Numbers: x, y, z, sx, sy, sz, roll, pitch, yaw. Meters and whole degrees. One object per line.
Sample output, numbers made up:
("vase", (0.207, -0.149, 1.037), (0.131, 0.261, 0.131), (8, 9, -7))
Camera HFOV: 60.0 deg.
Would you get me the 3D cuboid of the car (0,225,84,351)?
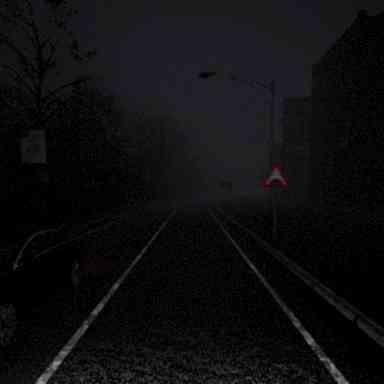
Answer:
("car", (-3.500, 1.432, 6.092), (2.128, 1.511, 4.902), (0, 1, 0))
